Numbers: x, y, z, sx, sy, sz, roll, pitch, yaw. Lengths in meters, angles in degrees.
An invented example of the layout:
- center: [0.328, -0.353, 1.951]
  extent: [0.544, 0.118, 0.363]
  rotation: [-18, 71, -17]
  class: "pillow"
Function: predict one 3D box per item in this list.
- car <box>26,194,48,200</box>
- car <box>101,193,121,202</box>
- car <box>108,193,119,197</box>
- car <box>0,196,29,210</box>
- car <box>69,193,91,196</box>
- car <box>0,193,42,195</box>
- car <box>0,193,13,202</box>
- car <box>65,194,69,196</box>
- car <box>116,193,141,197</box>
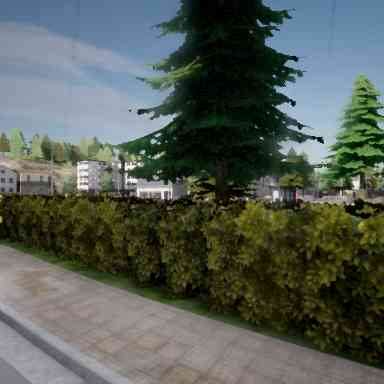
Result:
- center: [-38.839, 1.298, 83.341]
  extent: [4.514, 1.523, 2.007]
  rotation: [0, 0, -45]
  class: "car"
- center: [-17.566, 1.077, 72.159]
  extent: [3.866, 1.878, 1.905]
  rotation: [0, 0, -45]
  class: "car"
- center: [-15.238, 1.097, 70.372]
  extent: [4.605, 1.855, 1.932]
  rotation: [0, 0, -45]
  class: "car"
- center: [-23.156, 1.330, 40.980]
  extent: [5.027, 1.636, 2.152]
  rotation: [0, 0, -45]
  class: "car"
- center: [-26.519, 1.153, 81.299]
  extent: [5.027, 1.636, 2.152]
  rotation: [0, 0, -45]
  class: "car"
- center: [-13.962, 1.221, 25.795]
  extent: [5.566, 2.045, 2.150]
  rotation: [0, 0, -45]
  class: "car"
- center: [-41.134, 1.097, 71.377]
  extent: [4.605, 1.855, 1.932]
  rotation: [0, 0, -45]
  class: "car"
- center: [-31.240, 1.232, 85.657]
  extent: [3.806, 1.475, 1.970]
  rotation: [0, 0, -45]
  class: "car"
- center: [-9.719, 1.384, 53.936]
  extent: [3.806, 1.475, 1.970]
  rotation: [0, 0, -45]
  class: "car"
